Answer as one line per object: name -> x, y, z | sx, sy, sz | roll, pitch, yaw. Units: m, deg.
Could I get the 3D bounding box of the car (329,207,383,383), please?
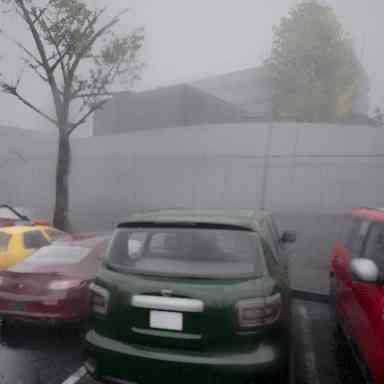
car -> 2.926, 1.232, 3.689 | 2.435, 2.045, 5.566 | 0, -1, 15

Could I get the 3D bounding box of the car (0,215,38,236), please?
car -> -4.387, 1.565, 9.105 | 1.946, 1.575, 5.366 | -1, -1, 15

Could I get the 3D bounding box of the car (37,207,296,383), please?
car -> 0.481, 1.260, 5.490 | 2.435, 2.045, 5.566 | -1, -1, 15

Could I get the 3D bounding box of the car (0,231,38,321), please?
car -> -1.983, 1.578, 7.191 | 2.002, 1.452, 4.674 | -1, -1, 15

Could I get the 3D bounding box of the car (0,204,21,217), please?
car -> -6.886, 1.341, 10.684 | 2.435, 2.045, 5.566 | -1, -1, 15
